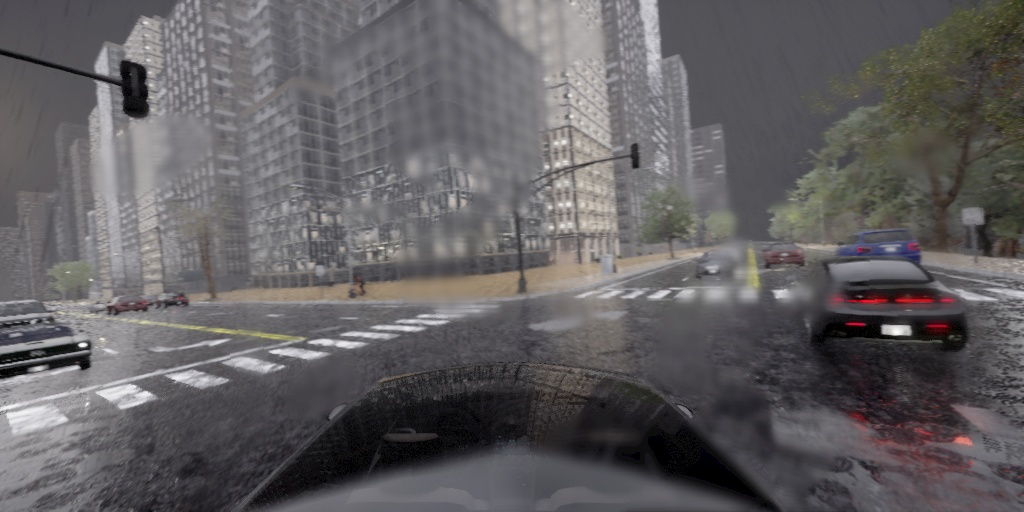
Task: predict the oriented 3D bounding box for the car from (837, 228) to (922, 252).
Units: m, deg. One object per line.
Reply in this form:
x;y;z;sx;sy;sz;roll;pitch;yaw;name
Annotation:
17.770;-0.247;17.626;2.150;2.045;5.566;-4;0;34;car

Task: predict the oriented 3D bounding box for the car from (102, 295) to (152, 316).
-35.361;4.387;32.895;4.553;1.767;2.097;-5;0;35;car

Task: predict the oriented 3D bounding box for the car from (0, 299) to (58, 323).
-22.144;3.018;15.898;5.566;2.045;2.150;-5;0;34;car

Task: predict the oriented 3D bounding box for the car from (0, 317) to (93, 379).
-13.383;2.602;9.989;4.718;1.301;1.895;-5;0;34;car

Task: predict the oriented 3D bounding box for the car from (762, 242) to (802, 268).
18.757;-0.165;24.938;2.097;1.767;4.553;-4;0;34;car

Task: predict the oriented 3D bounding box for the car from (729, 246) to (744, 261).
17.240;0.126;28.793;1.812;1.442;4.674;-4;0;34;car

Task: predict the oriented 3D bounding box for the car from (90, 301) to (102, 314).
-43.578;5.385;38.422;4.718;1.301;1.895;-5;0;34;car

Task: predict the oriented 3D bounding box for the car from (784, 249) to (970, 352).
7.033;0.768;7.347;1.837;1.490;4.892;-4;0;34;car

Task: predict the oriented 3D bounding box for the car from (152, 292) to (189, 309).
-34.185;4.451;36.010;4.892;1.490;1.837;-5;0;35;car

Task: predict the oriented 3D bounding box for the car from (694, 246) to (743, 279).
11.849;0.447;20.755;2.128;1.511;4.902;-4;0;34;car

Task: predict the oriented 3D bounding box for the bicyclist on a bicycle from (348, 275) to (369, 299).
-10.779;2.137;25.155;0.582;1.620;1.656;-5;0;34;bicyclist on a bicycle
